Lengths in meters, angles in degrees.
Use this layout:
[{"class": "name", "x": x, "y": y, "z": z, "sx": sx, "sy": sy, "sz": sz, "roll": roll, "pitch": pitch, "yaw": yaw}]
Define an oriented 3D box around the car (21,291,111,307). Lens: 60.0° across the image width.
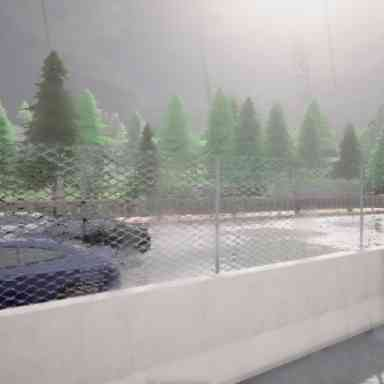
[{"class": "car", "x": -3.518, "y": 1.480, "z": 5.635, "sx": 4.674, "sy": 1.442, "sz": 1.812, "roll": 0, "pitch": 1, "yaw": -35}]
